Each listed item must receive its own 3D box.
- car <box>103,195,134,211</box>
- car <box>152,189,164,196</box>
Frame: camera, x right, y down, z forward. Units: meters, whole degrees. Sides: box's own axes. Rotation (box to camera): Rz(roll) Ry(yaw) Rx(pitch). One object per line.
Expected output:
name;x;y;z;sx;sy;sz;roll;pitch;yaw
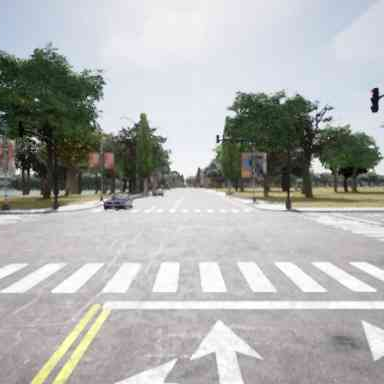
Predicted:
car;-6.537;0.925;29.762;1.895;1.301;4.718;0;2;0
car;-6.577;0.162;64.529;1.994;1.385;4.181;0;1;0
